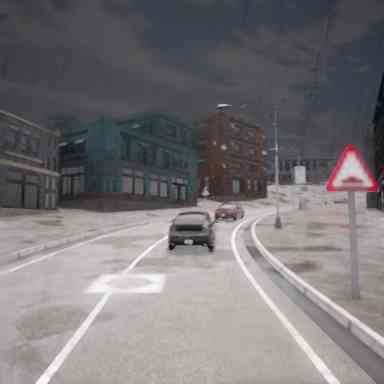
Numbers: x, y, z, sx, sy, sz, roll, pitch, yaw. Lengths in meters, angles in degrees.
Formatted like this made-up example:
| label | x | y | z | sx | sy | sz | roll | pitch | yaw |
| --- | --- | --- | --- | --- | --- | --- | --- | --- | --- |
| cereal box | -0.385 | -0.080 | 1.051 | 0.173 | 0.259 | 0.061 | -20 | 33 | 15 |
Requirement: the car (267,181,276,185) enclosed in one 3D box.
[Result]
| label | x | y | z | sx | sy | sz | roll | pitch | yaw |
| --- | --- | --- | --- | --- | --- | --- | --- | --- | --- |
| car | 21.026 | -2.165 | 92.753 | 4.553 | 1.767 | 2.185 | 0 | -5 | -2 |

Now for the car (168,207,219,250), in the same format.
| label | x | y | z | sx | sy | sz | roll | pitch | yaw |
| --- | --- | --- | --- | --- | --- | --- | --- | --- | --- |
| car | 0.109 | 1.624 | 14.927 | 1.837 | 1.490 | 4.892 | -1 | 0 | 6 |

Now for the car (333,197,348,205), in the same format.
| label | x | y | z | sx | sy | sz | roll | pitch | yaw |
| --- | --- | --- | --- | --- | --- | --- | --- | --- | --- |
| car | 28.948 | 1.738 | 63.843 | 4.181 | 1.385 | 1.994 | -1 | -4 | -32 |

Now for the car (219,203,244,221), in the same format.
| label | x | y | z | sx | sy | sz | roll | pitch | yaw |
| --- | --- | --- | --- | --- | --- | --- | --- | --- | --- |
| car | 3.309 | 1.697 | 29.226 | 1.812 | 1.442 | 4.674 | -2 | 0 | 20 |
